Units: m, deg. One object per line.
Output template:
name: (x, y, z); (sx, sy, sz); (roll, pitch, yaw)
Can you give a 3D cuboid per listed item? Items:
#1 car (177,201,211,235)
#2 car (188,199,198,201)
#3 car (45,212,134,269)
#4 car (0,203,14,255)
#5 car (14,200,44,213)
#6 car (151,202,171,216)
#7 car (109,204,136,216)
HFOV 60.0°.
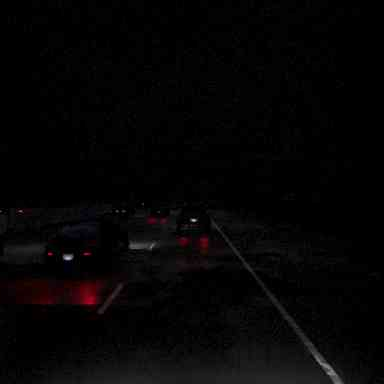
car: (0.099, 1.617, 20.350); (2.033, 1.649, 4.856); (0, 0, 0)
car: (0.099, 1.767, 44.159); (2.097, 1.767, 4.553); (0, -1, 0)
car: (-3.400, 1.625, 11.428); (1.812, 1.442, 4.674); (0, 0, 0)
car: (-6.899, 1.289, 7.963); (2.150, 2.045, 5.566); (0, 0, 0)
car: (-14.002, 1.603, 27.382); (2.097, 1.767, 4.553); (0, 0, 0)
car: (-3.402, 1.834, 36.573); (2.128, 1.511, 4.902); (0, 0, 0)
car: (-6.901, 1.857, 33.238); (2.033, 1.411, 5.357); (0, -1, 0)
